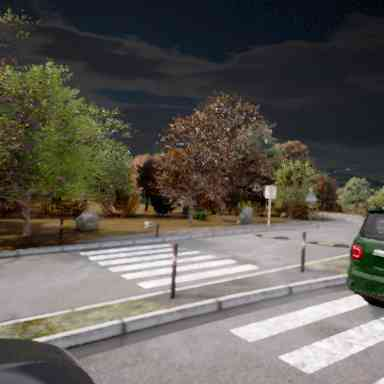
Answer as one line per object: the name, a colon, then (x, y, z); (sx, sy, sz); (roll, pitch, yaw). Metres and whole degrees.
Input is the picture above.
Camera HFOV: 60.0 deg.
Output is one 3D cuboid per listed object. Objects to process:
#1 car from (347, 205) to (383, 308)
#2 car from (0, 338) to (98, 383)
car: (5.520, 1.244, 6.540); (5.566, 2.045, 2.150); (0, -1, -29)
car: (-2.789, 1.502, 1.398); (4.892, 1.490, 1.837); (0, 0, -35)
